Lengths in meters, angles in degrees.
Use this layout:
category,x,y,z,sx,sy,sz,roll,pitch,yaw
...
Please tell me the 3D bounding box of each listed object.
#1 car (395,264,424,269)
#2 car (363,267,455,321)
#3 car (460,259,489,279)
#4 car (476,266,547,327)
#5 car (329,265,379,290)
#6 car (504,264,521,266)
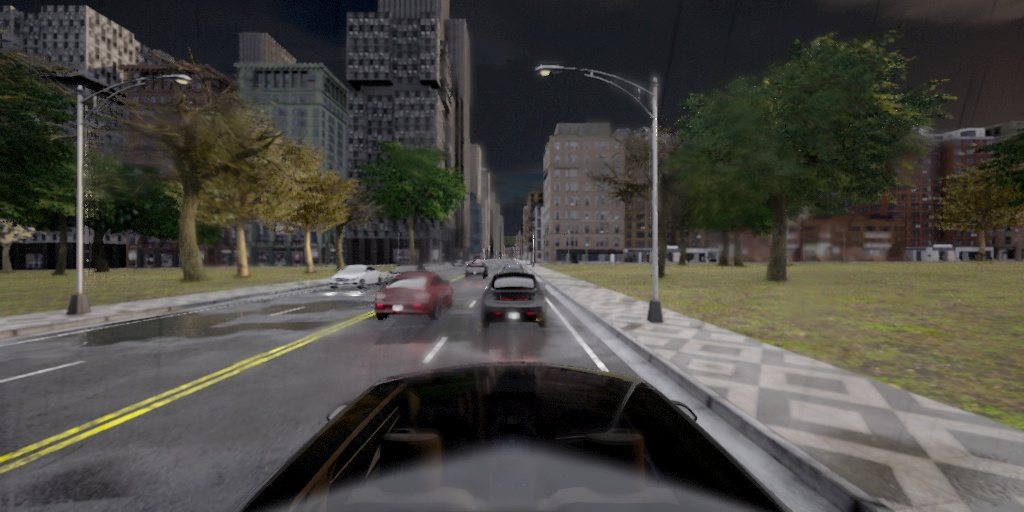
category,x,y,z,sx,sy,sz,roll,pitch,yaw
car,-6.618,1.266,23.078,1.837,1.490,4.892,0,0,0
car,-3.181,1.279,12.327,1.812,1.442,4.674,0,0,0
car,-3.185,1.259,33.299,2.128,1.511,4.902,0,0,0
car,0.068,1.260,11.564,1.837,1.490,4.892,0,1,0
car,-9.870,1.286,23.026,1.812,1.442,4.674,0,0,0
car,0.066,1.367,31.695,1.895,1.301,4.718,0,0,0
